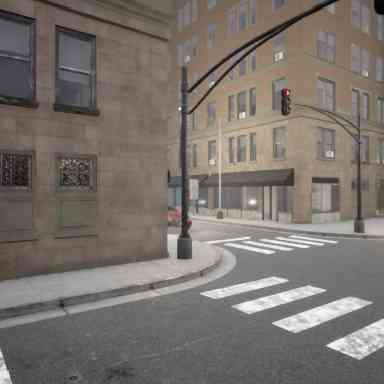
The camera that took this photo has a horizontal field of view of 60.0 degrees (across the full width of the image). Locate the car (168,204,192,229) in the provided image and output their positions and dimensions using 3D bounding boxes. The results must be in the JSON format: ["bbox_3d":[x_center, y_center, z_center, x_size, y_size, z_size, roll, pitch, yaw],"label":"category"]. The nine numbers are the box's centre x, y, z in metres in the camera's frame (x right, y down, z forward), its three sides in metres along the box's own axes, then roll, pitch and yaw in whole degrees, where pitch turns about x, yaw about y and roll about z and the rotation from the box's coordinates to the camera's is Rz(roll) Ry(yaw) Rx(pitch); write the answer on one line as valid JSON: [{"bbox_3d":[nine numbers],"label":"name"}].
[{"bbox_3d":[-1.890,1.427,19.828,1.812,1.442,4.674,0,0,-36],"label":"car"}]
